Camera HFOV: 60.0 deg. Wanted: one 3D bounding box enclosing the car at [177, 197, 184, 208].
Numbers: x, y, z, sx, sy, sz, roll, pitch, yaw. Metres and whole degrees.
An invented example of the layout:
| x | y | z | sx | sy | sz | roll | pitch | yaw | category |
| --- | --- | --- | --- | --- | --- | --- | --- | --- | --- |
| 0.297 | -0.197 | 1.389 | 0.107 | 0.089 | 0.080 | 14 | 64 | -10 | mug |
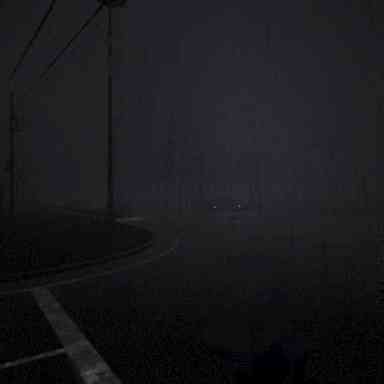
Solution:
| x | y | z | sx | sy | sz | roll | pitch | yaw | category |
| --- | --- | --- | --- | --- | --- | --- | --- | --- | --- |
| -1.678 | 1.483 | 46.622 | 1.812 | 1.442 | 4.674 | 0 | 0 | -36 | car |

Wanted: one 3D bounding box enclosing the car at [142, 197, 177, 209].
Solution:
| x | y | z | sx | sy | sz | roll | pitch | yaw | category |
| --- | --- | --- | --- | --- | --- | --- | --- | --- | --- |
| -4.404 | 1.489 | 44.415 | 1.812 | 1.442 | 4.674 | 0 | 0 | -36 | car |

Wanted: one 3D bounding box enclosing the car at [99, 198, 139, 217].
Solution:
| x | y | z | sx | sy | sz | roll | pitch | yaw | category |
| --- | --- | --- | --- | --- | --- | --- | --- | --- | --- |
| -6.781 | 1.545 | 29.777 | 1.994 | 1.385 | 4.181 | 0 | 0 | -36 | car |

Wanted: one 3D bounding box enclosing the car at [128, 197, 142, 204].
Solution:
| x | y | z | sx | sy | sz | roll | pitch | yaw | category |
| --- | --- | --- | --- | --- | --- | --- | --- | --- | --- |
| -10.053 | 1.559 | 58.251 | 1.895 | 1.301 | 4.718 | 0 | 0 | -35 | car |

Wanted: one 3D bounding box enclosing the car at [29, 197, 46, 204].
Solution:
| x | y | z | sx | sy | sz | roll | pitch | yaw | category |
| --- | --- | --- | --- | --- | --- | --- | --- | --- | --- |
| -26.644 | 1.584 | 57.382 | 1.895 | 1.301 | 4.718 | 0 | 0 | -35 | car |

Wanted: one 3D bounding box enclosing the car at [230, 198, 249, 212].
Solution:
| x | y | z | sx | sy | sz | roll | pitch | yaw | category |
| --- | --- | --- | --- | --- | --- | --- | --- | --- | --- |
| 4.406 | 1.461 | 38.204 | 1.837 | 1.490 | 4.892 | 0 | 0 | -36 | car |

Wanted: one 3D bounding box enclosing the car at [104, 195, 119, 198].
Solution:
| x | y | z | sx | sy | sz | roll | pitch | yaw | category |
| --- | --- | --- | --- | --- | --- | --- | --- | --- | --- |
| -13.879 | 1.315 | 57.578 | 2.097 | 1.767 | 4.553 | 0 | 0 | -36 | car |

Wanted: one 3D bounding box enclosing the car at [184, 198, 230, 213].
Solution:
| x | y | z | sx | sy | sz | roll | pitch | yaw | category |
| --- | --- | --- | --- | --- | --- | --- | --- | --- | --- |
| 1.563 | 1.467 | 36.159 | 1.837 | 1.490 | 4.892 | 0 | 0 | -36 | car |

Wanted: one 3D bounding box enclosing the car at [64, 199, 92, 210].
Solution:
| x | y | z | sx | sy | sz | roll | pitch | yaw | category |
| --- | --- | --- | --- | --- | --- | --- | --- | --- | --- |
| -13.459 | 1.529 | 39.011 | 2.033 | 1.411 | 5.357 | 0 | 0 | -36 | car |
